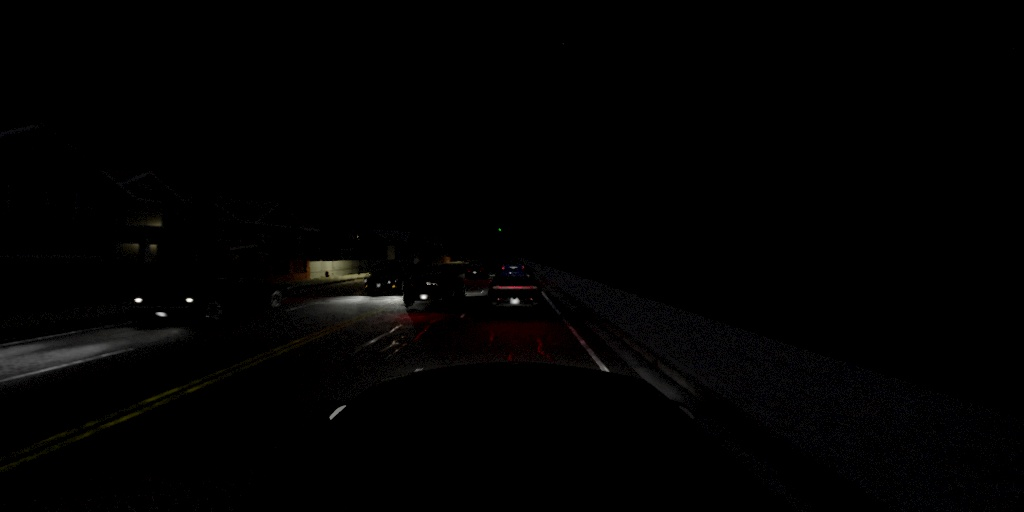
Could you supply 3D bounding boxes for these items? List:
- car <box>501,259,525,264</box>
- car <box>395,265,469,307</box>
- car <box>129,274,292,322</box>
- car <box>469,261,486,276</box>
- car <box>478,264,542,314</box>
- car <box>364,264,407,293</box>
[{"bbox_3d":[0.090,1.032,31.179,2.097,1.767,4.553,0,0,0],"label":"car"},{"bbox_3d":[-3.153,1.221,15.233,1.837,1.490,4.892,0,0,0],"label":"car"},{"bbox_3d":[-9.855,1.326,12.291,1.895,1.301,4.718,0,0,0],"label":"car"},{"bbox_3d":[-3.161,1.202,32.660,1.812,1.442,4.674,0,0,0],"label":"car"},{"bbox_3d":[0.095,1.212,13.664,2.128,1.511,4.902,0,0,0],"label":"car"},{"bbox_3d":[-6.607,1.212,20.167,1.837,1.490,4.892,0,0,0],"label":"car"}]
